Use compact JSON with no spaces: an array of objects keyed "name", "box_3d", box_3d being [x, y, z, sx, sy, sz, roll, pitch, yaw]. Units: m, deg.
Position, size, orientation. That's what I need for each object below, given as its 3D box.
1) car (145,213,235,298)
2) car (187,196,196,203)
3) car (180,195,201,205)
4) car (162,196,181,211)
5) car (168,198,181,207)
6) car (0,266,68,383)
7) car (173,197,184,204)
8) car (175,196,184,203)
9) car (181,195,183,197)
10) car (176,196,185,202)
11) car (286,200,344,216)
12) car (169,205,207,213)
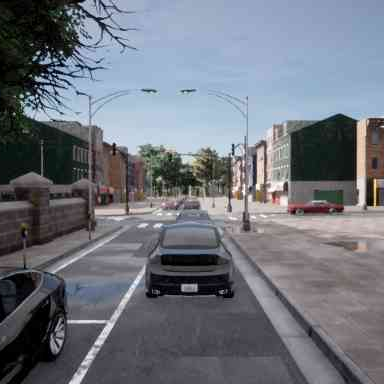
[{"name":"car","box_3d":[-0.033,1.505,8.491,1.837,1.490,4.892,0,0,0]},{"name":"car","box_3d":[-0.094,1.596,75.839,1.882,1.535,5.008,0,0,0]},{"name":"car","box_3d":[0.041,1.529,40.659,2.128,1.511,4.902,0,0,0]},{"name":"car","box_3d":[-2.699,1.479,41.515,1.967,1.590,4.097,-1,0,0]},{"name":"car","box_3d":[-2.712,1.626,52.384,1.947,1.339,4.313,-1,0,0]},{"name":"car","box_3d":[-2.648,1.565,3.195,1.947,1.339,4.313,-1,0,0]},{"name":"car","box_3d":[-2.733,1.650,68.688,2.008,1.369,4.403,-1,0,0]},{"name":"car","box_3d":[-2.739,1.658,74.123,1.887,1.381,4.507,-1,0,0]},{"name":"car","box_3d":[-2.706,1.489,46.949,1.967,1.590,4.097,-1,0,0]},{"name":"car","box_3d":[-2.746,1.693,79.558,1.947,1.339,4.313,-1,0,0]},{"name":"car","box_3d":[10.920,1.429,29.802,4.718,1.301,1.895,-1,1,0]},{"name":"car","box_3d":[0.079,1.553,15.936,2.033,1.411,5.357,0,0,0]}]
